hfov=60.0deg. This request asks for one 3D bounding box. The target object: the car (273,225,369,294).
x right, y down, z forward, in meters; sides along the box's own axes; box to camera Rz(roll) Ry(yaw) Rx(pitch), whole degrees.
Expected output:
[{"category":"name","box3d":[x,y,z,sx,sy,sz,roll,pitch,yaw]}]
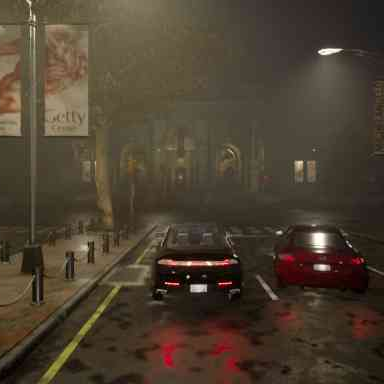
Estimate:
[{"category":"car","box3d":[3.252,1.564,8.967,1.994,1.385,4.181,0,0,14]}]

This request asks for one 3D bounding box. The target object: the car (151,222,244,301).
[{"category":"car","box3d":[0.080,1.492,8.316,2.128,1.511,4.902,0,0,-1]}]
